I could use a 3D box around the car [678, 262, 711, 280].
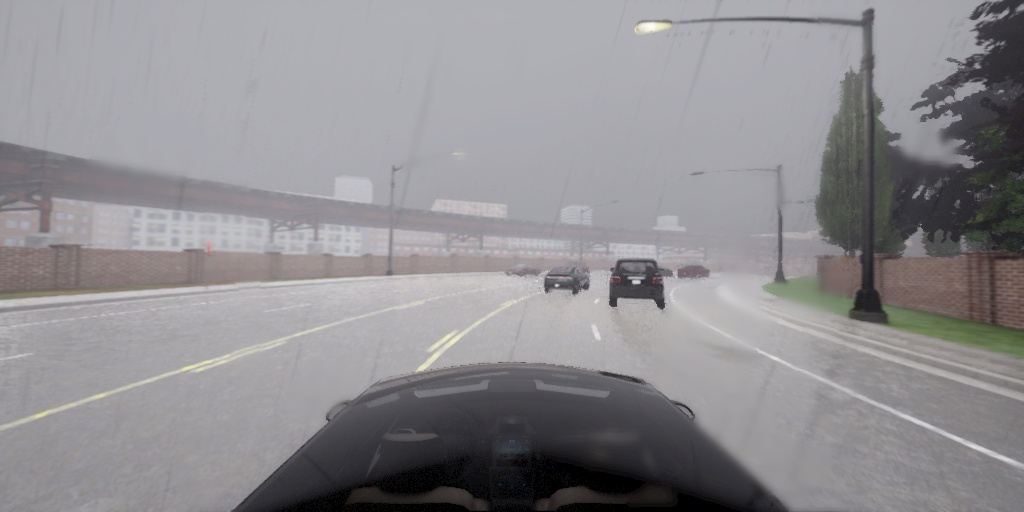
[{"bbox_3d":[19.613,1.679,38.530,5.008,1.535,1.882,1,-2,-42],"label":"car"}]

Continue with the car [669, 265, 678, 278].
[{"bbox_3d":[16.332,1.737,39.936,4.181,1.385,1.994,1,-1,-43],"label":"car"}]

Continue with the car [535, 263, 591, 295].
[{"bbox_3d":[3.336,1.360,21.033,2.128,1.511,4.902,0,0,23],"label":"car"}]

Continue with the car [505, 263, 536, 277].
[{"bbox_3d":[1.208,1.464,37.944,1.812,1.442,4.674,0,-1,37],"label":"car"}]

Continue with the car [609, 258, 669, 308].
[{"bbox_3d":[5.755,1.127,16.553,2.150,2.045,5.566,0,0,19],"label":"car"}]
